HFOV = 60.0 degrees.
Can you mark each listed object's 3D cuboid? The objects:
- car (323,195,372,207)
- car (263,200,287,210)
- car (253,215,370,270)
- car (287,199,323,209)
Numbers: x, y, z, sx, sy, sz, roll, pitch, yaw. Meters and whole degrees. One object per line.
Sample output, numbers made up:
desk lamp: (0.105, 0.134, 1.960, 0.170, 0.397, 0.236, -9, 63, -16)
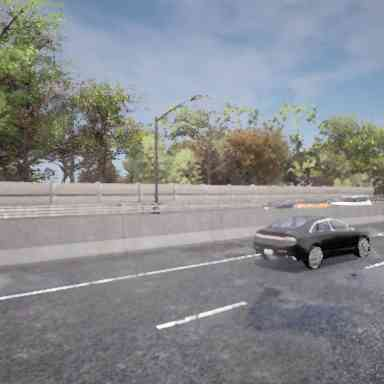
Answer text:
car: (16.013, 1.379, 33.575, 5.566, 2.045, 2.150, 0, -1, -37)
car: (10.151, 1.718, 37.919, 4.902, 1.511, 2.128, 0, -1, -37)
car: (4.194, 1.550, 11.286, 4.902, 1.511, 2.128, 0, -1, -37)
car: (12.644, 1.544, 35.416, 4.553, 1.767, 2.097, 0, -1, -37)
